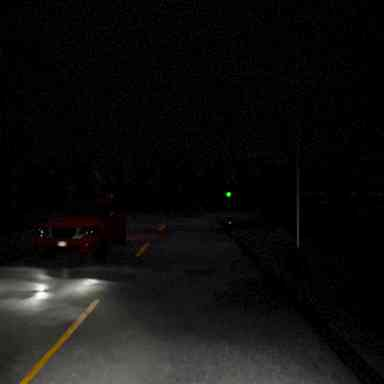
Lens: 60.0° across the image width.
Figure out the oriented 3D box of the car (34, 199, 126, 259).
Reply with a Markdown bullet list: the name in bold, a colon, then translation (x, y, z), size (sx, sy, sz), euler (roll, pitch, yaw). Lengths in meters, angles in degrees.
- **car**: translation (-4.081, 1.302, 13.214), size (2.150, 2.045, 5.566), euler (0, -1, 0)
